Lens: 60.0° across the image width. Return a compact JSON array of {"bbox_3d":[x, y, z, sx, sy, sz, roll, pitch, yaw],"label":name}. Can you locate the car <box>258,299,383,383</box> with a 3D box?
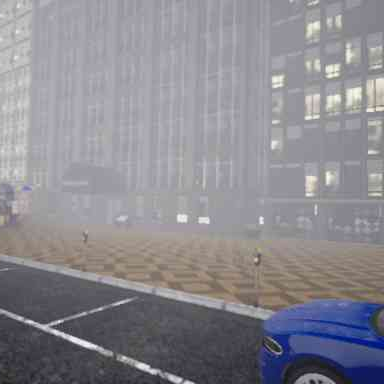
[{"bbox_3d":[3.124,1.719,3.177,5.008,1.535,1.882,0,-3,34],"label":"car"}]
